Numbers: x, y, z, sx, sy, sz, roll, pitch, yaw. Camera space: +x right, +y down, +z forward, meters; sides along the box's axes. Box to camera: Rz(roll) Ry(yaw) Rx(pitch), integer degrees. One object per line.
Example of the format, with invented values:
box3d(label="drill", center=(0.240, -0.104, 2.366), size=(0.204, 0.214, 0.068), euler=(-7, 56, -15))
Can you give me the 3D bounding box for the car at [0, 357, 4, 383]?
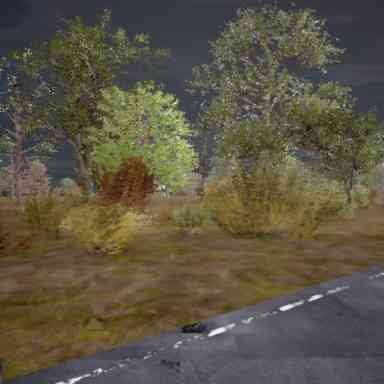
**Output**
box3d(label="car", center=(-3.238, 1.533, 0.911), size=(4.892, 1.490, 1.837), euler=(1, -1, -37))
